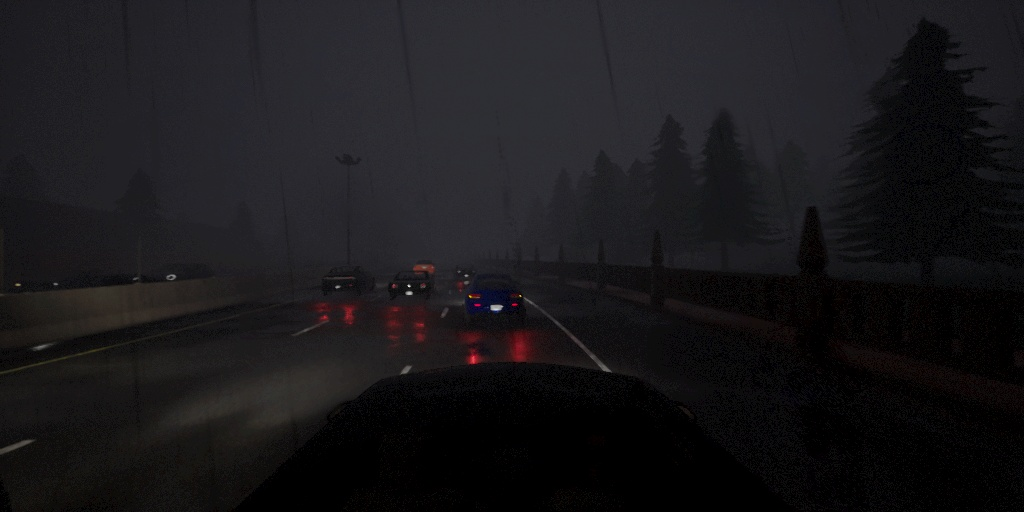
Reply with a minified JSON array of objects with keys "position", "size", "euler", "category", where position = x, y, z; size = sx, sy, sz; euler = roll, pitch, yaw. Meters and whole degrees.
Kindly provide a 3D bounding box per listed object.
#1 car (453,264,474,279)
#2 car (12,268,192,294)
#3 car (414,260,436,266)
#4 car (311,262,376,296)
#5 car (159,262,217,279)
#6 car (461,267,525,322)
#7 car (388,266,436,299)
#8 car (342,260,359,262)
[{"position":[-4.325,1.373,32.424],"size":[1.895,1.301,4.718],"euler":[0,0,-13],"category":"car"},{"position":[-14.946,1.356,13.108],"size":[2.033,1.411,5.357],"euler":[0,0,-7],"category":"car"},{"position":[-8.805,1.142,36.217],"size":[2.097,1.767,4.553],"euler":[0,0,-13],"category":"car"},{"position":[-8.771,1.278,19.561],"size":[2.128,1.511,4.902],"euler":[0,0,-10],"category":"car"},{"position":[-19.979,1.181,21.464],"size":[2.097,1.767,4.553],"euler":[0,0,-12],"category":"car"},{"position":[-0.667,1.279,12.331],"size":[1.812,1.442,4.674],"euler":[0,0,-6],"category":"car"},{"position":[-4.945,1.373,18.218],"size":[1.895,1.301,4.718],"euler":[0,0,-9],"category":"car"},{"position":[-23.850,1.375,53.796],"size":[1.812,1.442,4.674],"euler":[0,0,-13],"category":"car"}]
